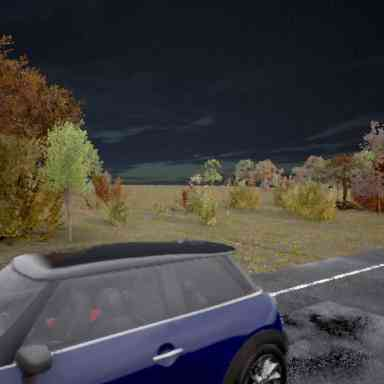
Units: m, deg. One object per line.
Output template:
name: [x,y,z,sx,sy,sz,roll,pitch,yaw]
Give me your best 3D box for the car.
car: [-1.207,1.352,3.133,4.553,1.767,2.097,0,0,-36]
